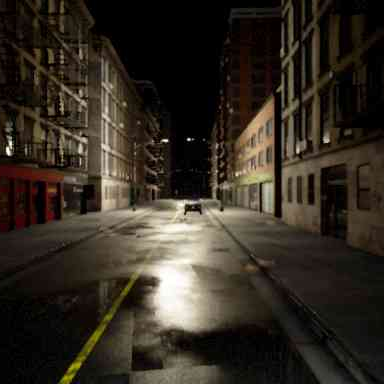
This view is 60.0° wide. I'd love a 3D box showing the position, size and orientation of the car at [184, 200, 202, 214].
[{"bbox_3d":[0.106,1.537,35.119,2.033,1.411,5.357,0,0,0],"label":"car"}]
